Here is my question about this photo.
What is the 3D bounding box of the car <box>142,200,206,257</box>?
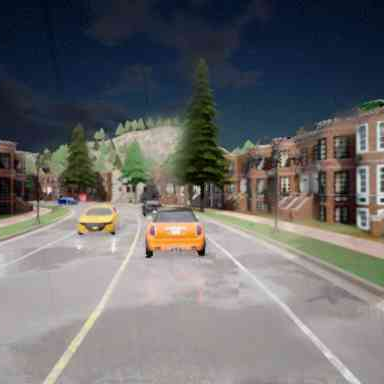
[{"bbox_3d":[-0.735,1.355,13.243,2.097,1.767,4.553,0,0,-5],"label":"car"}]

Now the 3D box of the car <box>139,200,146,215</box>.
[{"bbox_3d":[-3.942,1.517,32.064,1.837,1.490,4.892,0,0,-14],"label":"car"}]

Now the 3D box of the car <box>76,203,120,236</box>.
[{"bbox_3d":[-5.140,1.492,18.809,1.882,1.535,5.008,0,0,-9],"label":"car"}]

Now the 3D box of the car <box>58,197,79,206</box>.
[{"bbox_3d":[-21.259,1.535,57.164,1.882,1.535,5.008,0,0,-45],"label":"car"}]
